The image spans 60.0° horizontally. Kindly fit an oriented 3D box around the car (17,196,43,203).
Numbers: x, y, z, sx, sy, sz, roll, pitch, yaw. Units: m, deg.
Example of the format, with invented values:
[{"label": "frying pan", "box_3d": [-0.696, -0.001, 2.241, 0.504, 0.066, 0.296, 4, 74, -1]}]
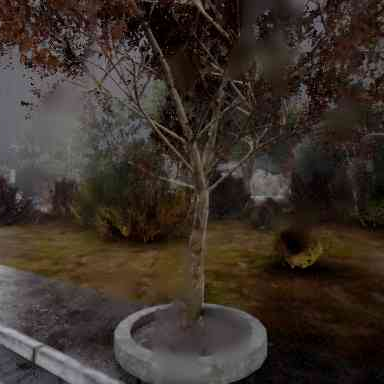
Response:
[{"label": "car", "box_3d": [-22.051, 1.216, 44.885, 2.033, 1.411, 5.357, 1, 0, 32]}]
